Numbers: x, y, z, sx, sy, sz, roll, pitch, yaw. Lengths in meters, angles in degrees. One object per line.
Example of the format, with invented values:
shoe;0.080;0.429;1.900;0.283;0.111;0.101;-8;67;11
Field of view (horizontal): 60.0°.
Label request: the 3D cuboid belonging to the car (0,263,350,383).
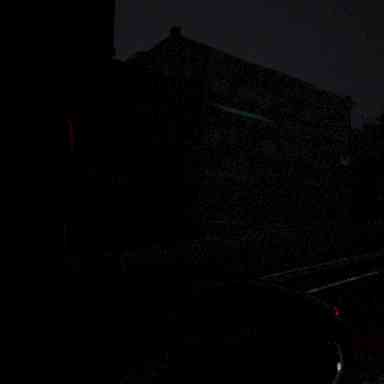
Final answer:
car;-0.187;1.563;3.557;4.181;1.385;1.994;0;0;-36
